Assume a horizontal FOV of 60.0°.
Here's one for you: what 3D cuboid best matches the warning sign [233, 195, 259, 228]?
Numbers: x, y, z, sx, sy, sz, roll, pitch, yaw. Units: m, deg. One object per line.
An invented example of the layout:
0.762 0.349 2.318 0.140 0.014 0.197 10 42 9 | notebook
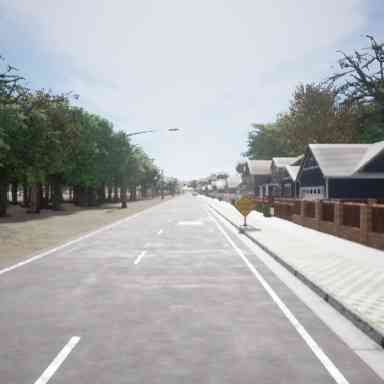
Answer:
3.044 1.091 18.996 1.300 1.860 1.060 0 0 0 | warning sign
